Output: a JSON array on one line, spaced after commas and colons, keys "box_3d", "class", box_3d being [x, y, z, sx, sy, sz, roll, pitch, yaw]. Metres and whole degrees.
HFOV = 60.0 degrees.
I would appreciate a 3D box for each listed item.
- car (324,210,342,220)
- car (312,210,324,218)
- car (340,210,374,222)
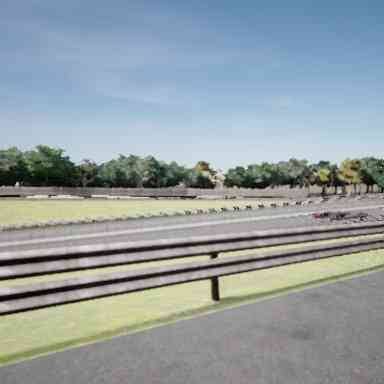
[{"box_3d": [25.788, 3.852, 57.409, 4.902, 1.511, 2.128, -3, 2, -26], "class": "car"}, {"box_3d": [24.281, 3.930, 60.569, 4.718, 1.301, 1.895, -3, 2, -26], "class": "car"}, {"box_3d": [27.304, 3.916, 54.255, 5.357, 1.411, 2.033, -3, 2, -26], "class": "car"}]
